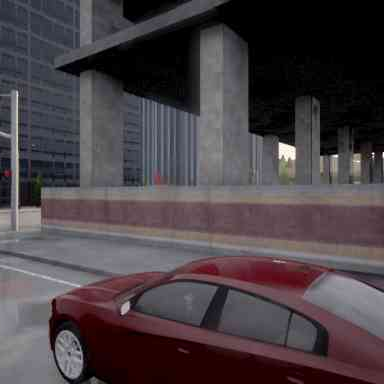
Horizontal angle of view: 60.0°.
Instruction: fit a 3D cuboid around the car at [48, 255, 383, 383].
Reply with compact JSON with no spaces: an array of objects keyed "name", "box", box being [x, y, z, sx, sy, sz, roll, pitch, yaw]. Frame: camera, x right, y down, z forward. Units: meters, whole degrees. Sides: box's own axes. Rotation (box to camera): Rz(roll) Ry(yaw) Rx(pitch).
[{"name":"car","box":[0.405,1.478,3.700,5.008,1.535,1.882,0,0,35]}]
